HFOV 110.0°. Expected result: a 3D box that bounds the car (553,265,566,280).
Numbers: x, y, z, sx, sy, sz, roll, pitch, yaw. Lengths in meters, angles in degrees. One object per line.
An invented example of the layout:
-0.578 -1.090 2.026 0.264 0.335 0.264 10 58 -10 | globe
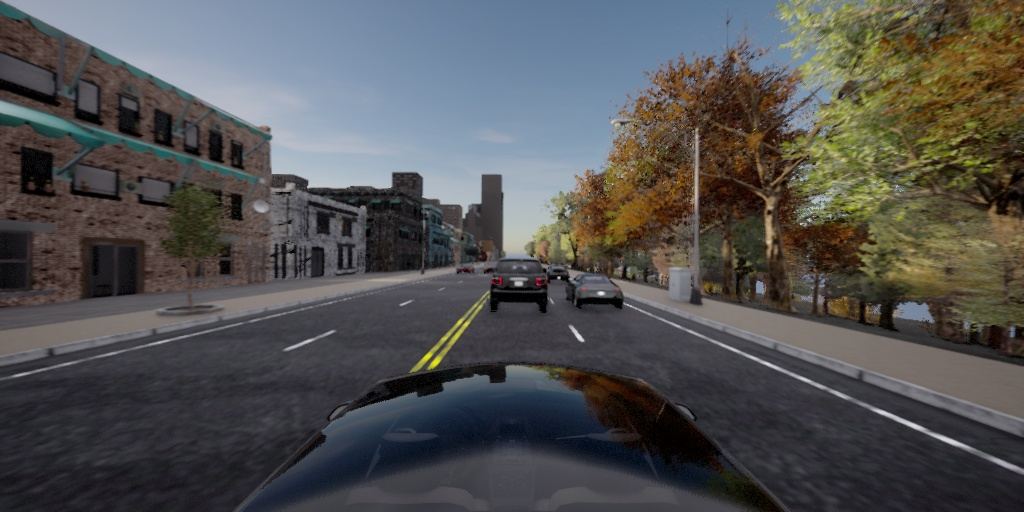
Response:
3.850 1.531 31.450 1.837 1.490 4.892 1 0 1 | car

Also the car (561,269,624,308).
3.562 1.463 16.151 1.994 1.385 4.181 0 0 1 | car

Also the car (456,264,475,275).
-5.823 1.652 45.123 1.895 1.301 4.718 0 0 1 | car

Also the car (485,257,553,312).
0.294 1.082 15.131 2.150 2.045 5.566 1 -1 1 | car

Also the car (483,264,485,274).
-2.546 1.439 46.167 2.097 1.767 4.553 0 0 1 | car
